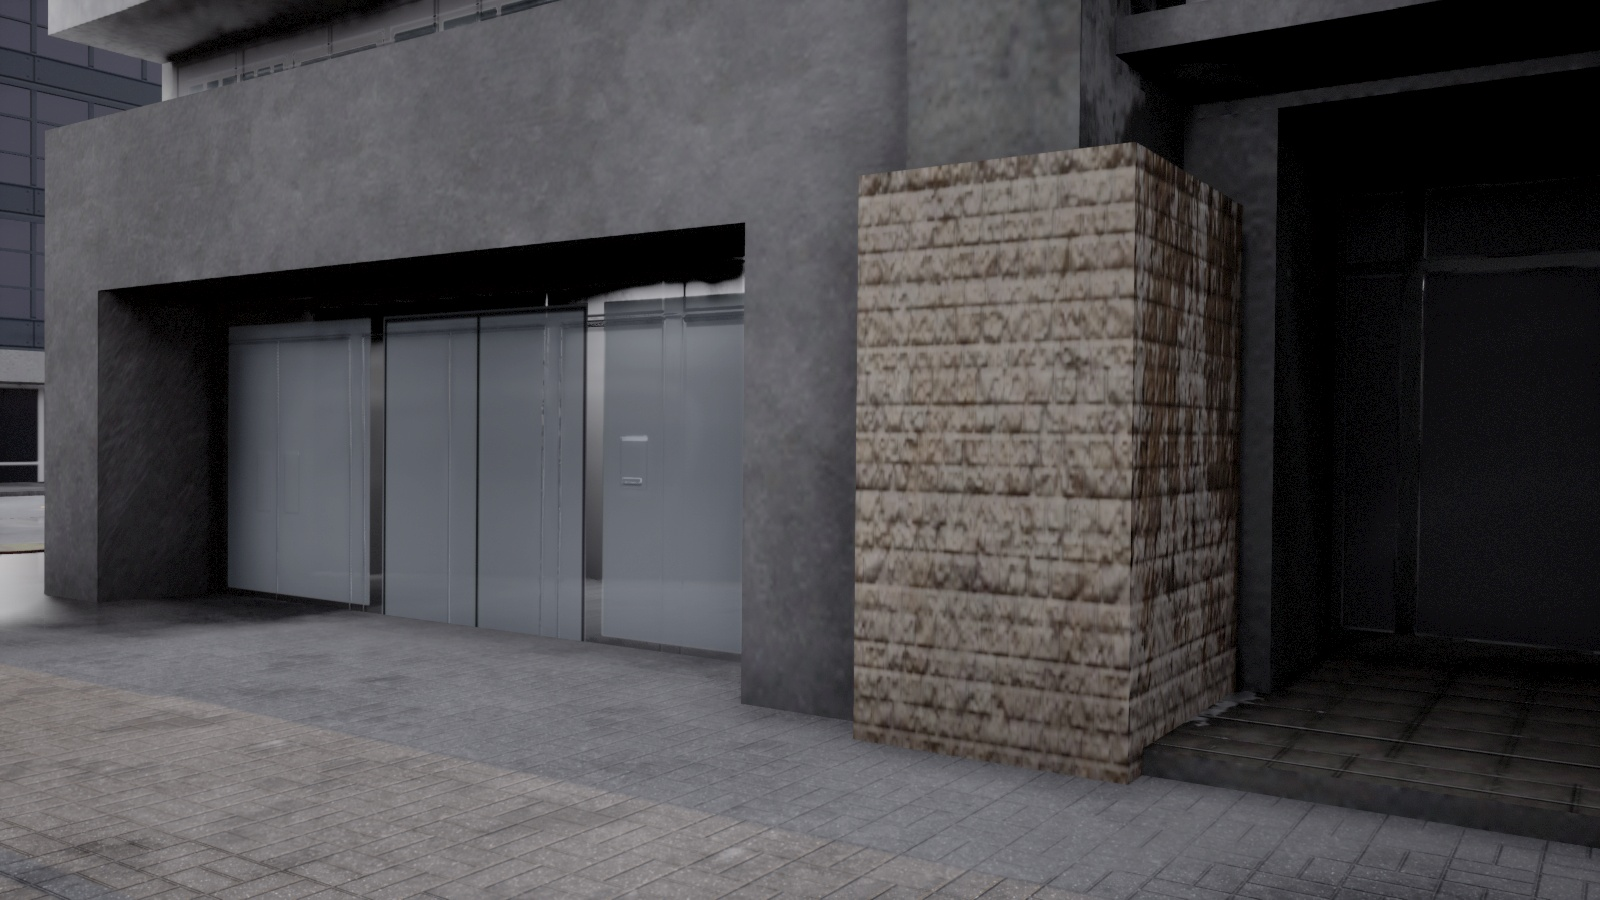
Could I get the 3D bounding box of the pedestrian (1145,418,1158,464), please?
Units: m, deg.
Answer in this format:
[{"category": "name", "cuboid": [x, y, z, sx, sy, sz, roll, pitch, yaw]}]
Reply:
[{"category": "pedestrian", "cuboid": [14.130, -0.376, 50.489, 0.345, 1.836, 0.594, 0, 1, 32]}]
